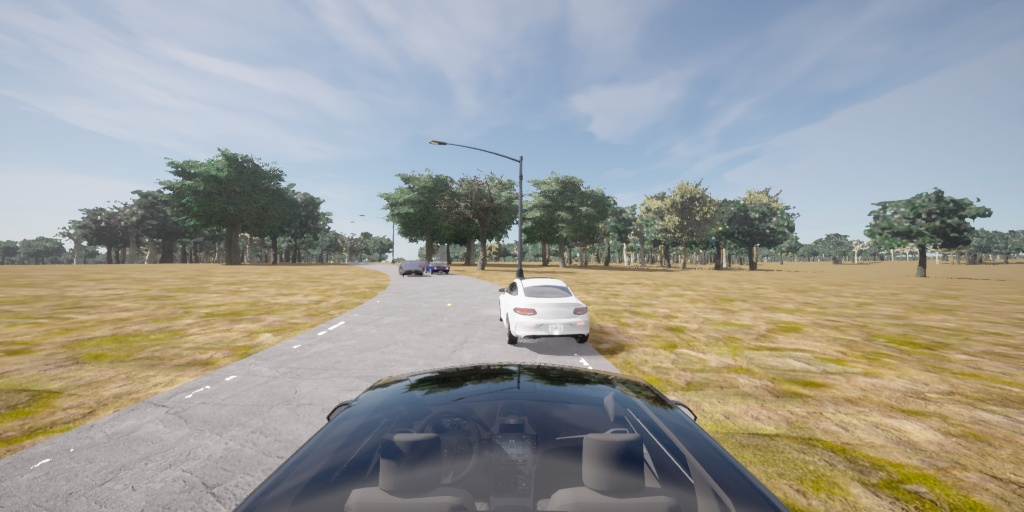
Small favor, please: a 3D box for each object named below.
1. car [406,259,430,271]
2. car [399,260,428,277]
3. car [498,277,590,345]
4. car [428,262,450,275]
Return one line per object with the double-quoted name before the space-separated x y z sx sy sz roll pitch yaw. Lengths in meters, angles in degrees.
"car" -12.234 1.139 46.434 1.994 1.385 4.181 1 0 -30
"car" -9.471 1.182 33.399 2.033 1.411 5.357 1 0 -22
"car" 0.665 1.277 9.483 1.812 1.442 4.674 0 0 -5
"car" -7.993 1.246 37.928 1.895 1.301 4.718 1 0 -24
